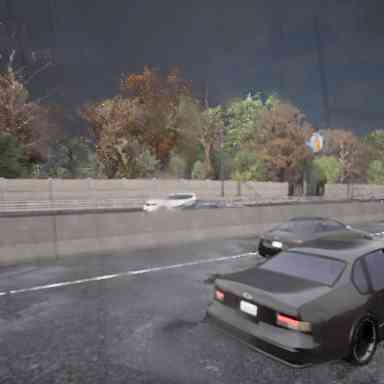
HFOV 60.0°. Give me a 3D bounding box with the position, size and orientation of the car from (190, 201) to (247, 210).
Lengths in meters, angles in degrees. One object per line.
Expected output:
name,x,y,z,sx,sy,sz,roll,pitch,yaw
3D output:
car,2.501,1.524,22.970,4.718,1.301,1.895,0,0,-35

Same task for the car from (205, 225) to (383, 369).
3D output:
car,2.769,1.520,5.722,5.357,1.411,2.033,0,0,-35

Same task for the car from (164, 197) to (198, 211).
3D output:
car,0.180,1.439,29.911,4.674,1.442,1.812,0,0,-35

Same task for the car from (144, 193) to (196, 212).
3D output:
car,-1.916,1.135,32.714,5.566,2.045,2.150,0,0,-35

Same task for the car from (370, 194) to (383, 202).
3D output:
car,32.469,1.195,57.126,5.008,1.535,1.882,0,0,-35

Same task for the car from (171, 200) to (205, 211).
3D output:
car,1.084,1.521,26.258,4.718,1.301,1.895,0,0,-35

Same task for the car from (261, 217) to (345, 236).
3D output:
car,4.154,1.515,11.002,4.181,1.385,1.994,0,0,-36
